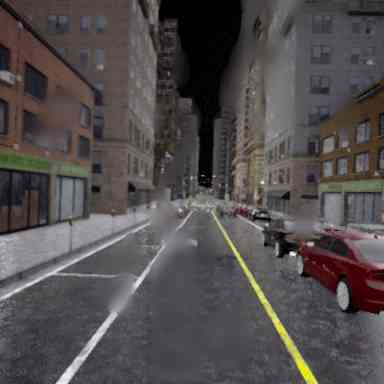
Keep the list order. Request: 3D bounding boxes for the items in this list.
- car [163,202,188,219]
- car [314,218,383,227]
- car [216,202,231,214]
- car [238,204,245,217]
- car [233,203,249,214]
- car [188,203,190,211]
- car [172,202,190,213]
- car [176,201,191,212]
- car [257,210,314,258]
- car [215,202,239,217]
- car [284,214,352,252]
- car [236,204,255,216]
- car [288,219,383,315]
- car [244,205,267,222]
[{"bbox_3d":[-1.776,1.805,33.787,1.967,1.590,4.097,1,-1,2],"label":"car"},{"bbox_3d":[6.007,1.801,11.494,1.967,1.590,4.097,1,-1,2],"label":"car"},{"bbox_3d":[4.493,2.289,48.720,1.837,1.490,4.892,2,-1,2],"label":"car"},{"bbox_3d":[6.920,2.290,38.999,1.887,1.381,4.507,1,-1,2],"label":"car"},{"bbox_3d":[7.286,2.446,50.003,1.887,1.381,4.507,1,-1,2],"label":"car"},{"bbox_3d":[-1.596,2.008,39.287,1.947,1.339,4.313,1,-1,2],"label":"car"},{"bbox_3d":[-1.412,2.071,44.789,2.008,1.369,4.403,1,-1,2],"label":"car"},{"bbox_3d":[-1.229,2.143,50.291,1.887,1.381,4.507,1,-1,2],"label":"car"},{"bbox_3d":[4.243,1.808,14.141,1.882,1.535,5.008,2,-1,2],"label":"car"},{"bbox_3d":[4.241,2.147,39.585,2.128,1.511,4.902,2,-1,2],"label":"car"},{"bbox_3d":[6.188,1.982,16.994,1.887,1.381,4.507,1,-1,2],"label":"car"},{"bbox_3d":[7.103,2.368,44.501,1.887,1.381,4.507,1,-1,2],"label":"car"},{"bbox_3d":[4.044,1.726,8.145,1.882,1.535,5.008,2,-1,2],"label":"car"},{"bbox_3d":[6.736,2.233,33.498,1.947,1.339,4.313,1,-1,2],"label":"car"}]
